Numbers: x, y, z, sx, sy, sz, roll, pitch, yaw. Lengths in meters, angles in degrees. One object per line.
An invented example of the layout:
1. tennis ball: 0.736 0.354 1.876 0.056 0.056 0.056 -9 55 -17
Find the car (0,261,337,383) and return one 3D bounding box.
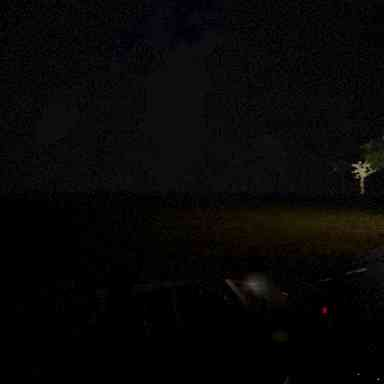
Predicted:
1. car: -0.668 1.547 3.517 5.357 1.411 2.033 0 0 -36
